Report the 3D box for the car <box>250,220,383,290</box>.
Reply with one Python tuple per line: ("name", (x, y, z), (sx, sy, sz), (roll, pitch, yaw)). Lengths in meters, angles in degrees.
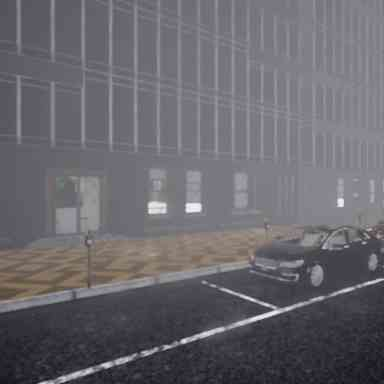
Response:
("car", (3.478, 1.560, 9.044), (4.403, 1.369, 2.008), (0, 0, -36))
